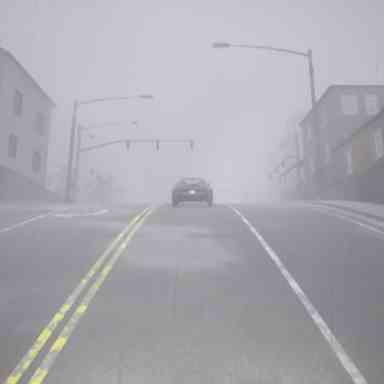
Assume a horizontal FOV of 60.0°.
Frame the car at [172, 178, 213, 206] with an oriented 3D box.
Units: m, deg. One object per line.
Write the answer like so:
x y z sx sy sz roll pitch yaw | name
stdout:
0.054 -0.035 17.200 1.994 1.385 4.181 0 0 1 | car
